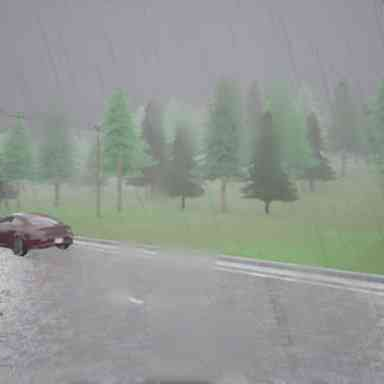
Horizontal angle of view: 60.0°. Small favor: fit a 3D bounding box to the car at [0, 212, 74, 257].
[{"bbox_3d":[-6.502,1.521,12.932,4.674,1.442,1.812,0,0,36],"label":"car"}]
